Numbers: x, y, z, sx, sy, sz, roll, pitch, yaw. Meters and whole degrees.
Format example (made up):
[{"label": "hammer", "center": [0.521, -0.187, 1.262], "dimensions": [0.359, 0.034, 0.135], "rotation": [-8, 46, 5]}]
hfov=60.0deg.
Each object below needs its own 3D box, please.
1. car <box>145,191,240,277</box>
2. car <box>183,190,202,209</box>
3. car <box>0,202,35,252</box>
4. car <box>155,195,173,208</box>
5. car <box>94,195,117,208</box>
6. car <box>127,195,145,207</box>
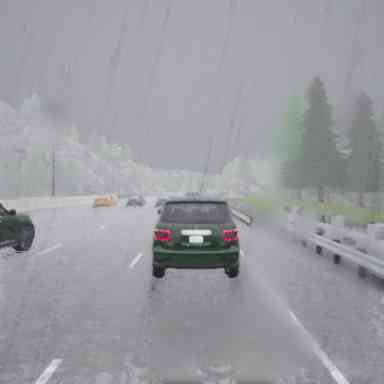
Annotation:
[{"label": "car", "center": [0.092, 1.118, 10.054], "dimensions": [2.150, 2.045, 5.566], "rotation": [0, 1, 0]}, {"label": "car", "center": [0.064, 0.844, 39.905], "dimensions": [2.150, 2.045, 5.566], "rotation": [0, 1, 0]}, {"label": "car", "center": [-6.907, 1.119, 10.000], "dimensions": [2.150, 2.045, 5.566], "rotation": [0, 1, 0]}, {"label": "car", "center": [-3.454, 1.133, 41.648], "dimensions": [1.812, 1.442, 4.674], "rotation": [0, 1, 0]}, {"label": "car", "center": [-10.437, 1.098, 40.379], "dimensions": [1.882, 1.535, 5.008], "rotation": [0, 1, 0]}, {"label": "car", "center": [-6.953, 1.134, 41.576], "dimensions": [1.812, 1.442, 4.674], "rotation": [0, 1, 0]}]
